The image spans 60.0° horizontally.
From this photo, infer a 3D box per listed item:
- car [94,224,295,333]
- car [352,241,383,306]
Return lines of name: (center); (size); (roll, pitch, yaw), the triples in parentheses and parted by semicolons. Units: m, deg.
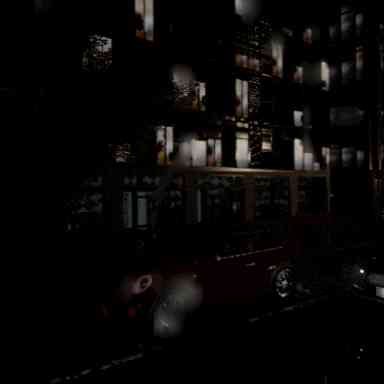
car: (0.160, 1.447, 6.712); (4.097, 1.590, 1.967); (0, -1, -36)
car: (5.387, 1.506, 7.176); (4.902, 1.511, 2.128); (0, 0, -35)
